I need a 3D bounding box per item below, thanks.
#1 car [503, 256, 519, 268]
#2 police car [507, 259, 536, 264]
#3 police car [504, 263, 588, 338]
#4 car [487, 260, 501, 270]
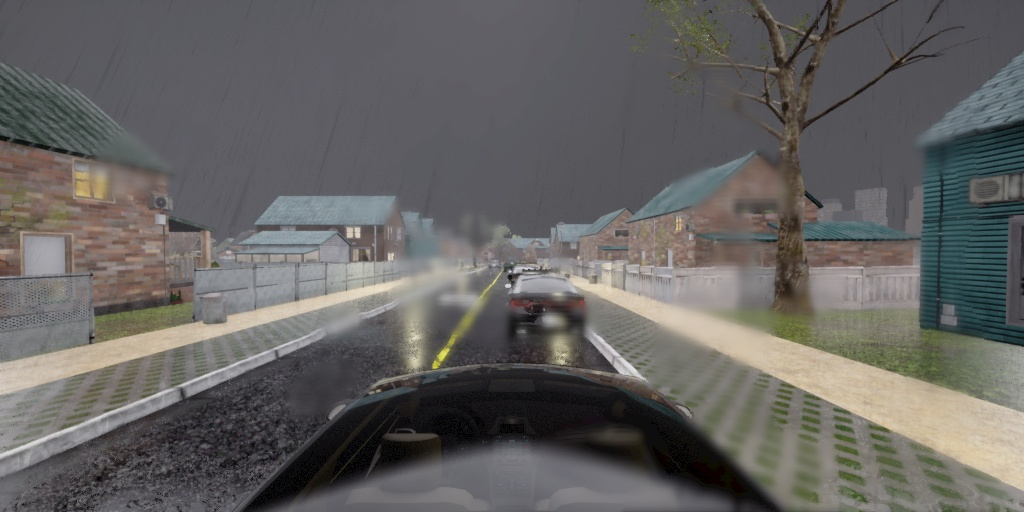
[{"bbox_3d":[0.033,1.027,46.927,2.150,2.045,5.566,0,0,0],"label":"car"},{"bbox_3d":[0.830,1.182,20.282,1.930,1.638,5.238,0,0,0],"label":"police car"},{"bbox_3d":[0.827,1.175,10.279,1.930,1.638,5.238,0,0,0],"label":"police car"},{"bbox_3d":[-2.736,1.326,56.267,2.128,1.511,4.902,0,0,0],"label":"car"}]
